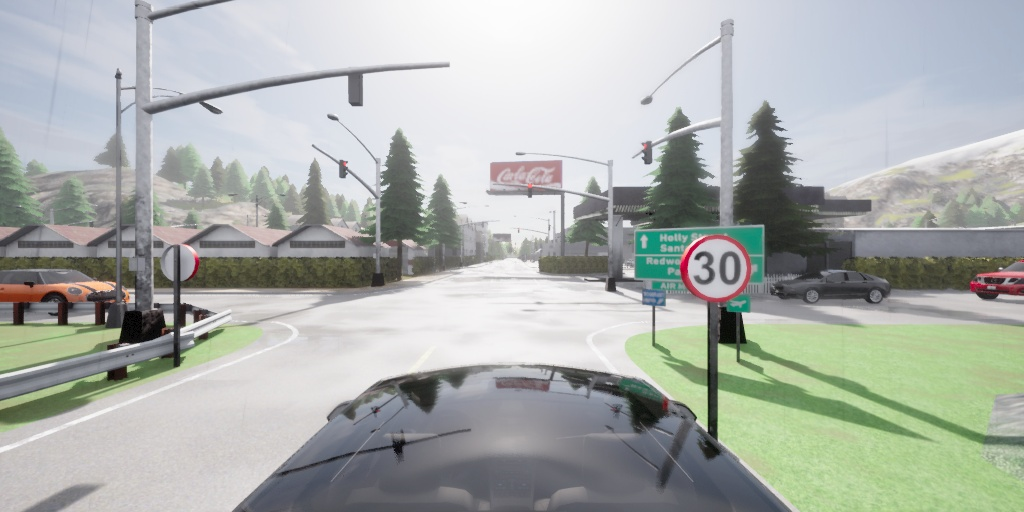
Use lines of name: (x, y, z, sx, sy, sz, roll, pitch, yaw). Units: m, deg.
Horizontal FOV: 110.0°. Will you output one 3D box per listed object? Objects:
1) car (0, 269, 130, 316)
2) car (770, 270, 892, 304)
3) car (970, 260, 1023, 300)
car: (-17.966, 1.294, 14.022, 4.553, 1.767, 2.097, 0, 0, 1)
car: (15.212, 1.446, 17.262, 4.892, 1.490, 1.837, 0, 0, 1)
car: (25.675, 1.163, 17.119, 5.566, 2.045, 2.150, 0, 0, 0)
